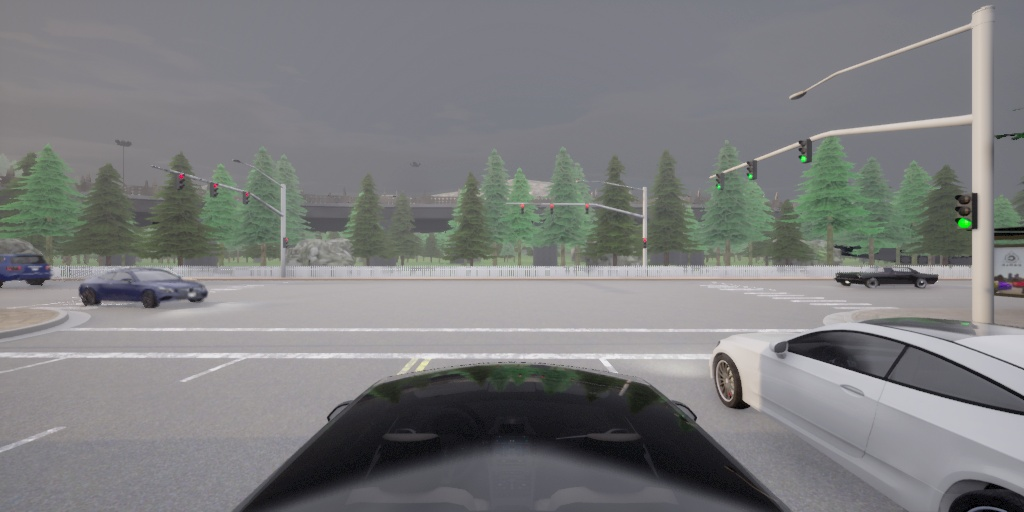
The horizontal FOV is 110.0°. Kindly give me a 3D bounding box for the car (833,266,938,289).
[{"bbox_3d":[22.865,1.294,22.071,4.718,1.301,1.895,0,0,0],"label":"car"}]

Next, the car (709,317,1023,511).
[{"bbox_3d":[3.657,1.276,3.168,1.812,1.442,4.674,0,0,2],"label":"car"}]

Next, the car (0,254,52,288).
[{"bbox_3d":[-32.116,0.915,22.109,5.566,2.045,2.150,0,0,-1],"label":"car"}]

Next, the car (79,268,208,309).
[{"bbox_3d":[-14.665,1.225,14.292,4.674,1.442,1.812,0,0,11],"label":"car"}]
